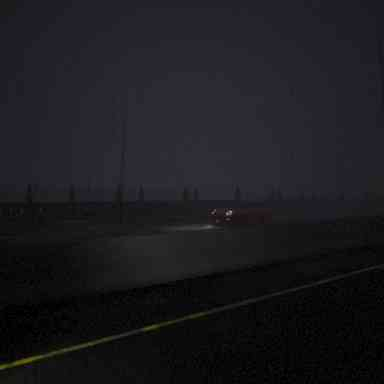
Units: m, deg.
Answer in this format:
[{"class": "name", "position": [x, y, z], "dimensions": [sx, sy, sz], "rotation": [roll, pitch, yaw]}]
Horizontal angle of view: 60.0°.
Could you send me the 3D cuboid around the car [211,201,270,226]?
[{"class": "car", "position": [3.512, 1.433, 24.022], "dimensions": [4.553, 1.767, 2.097], "rotation": [0, 0, -37]}]
